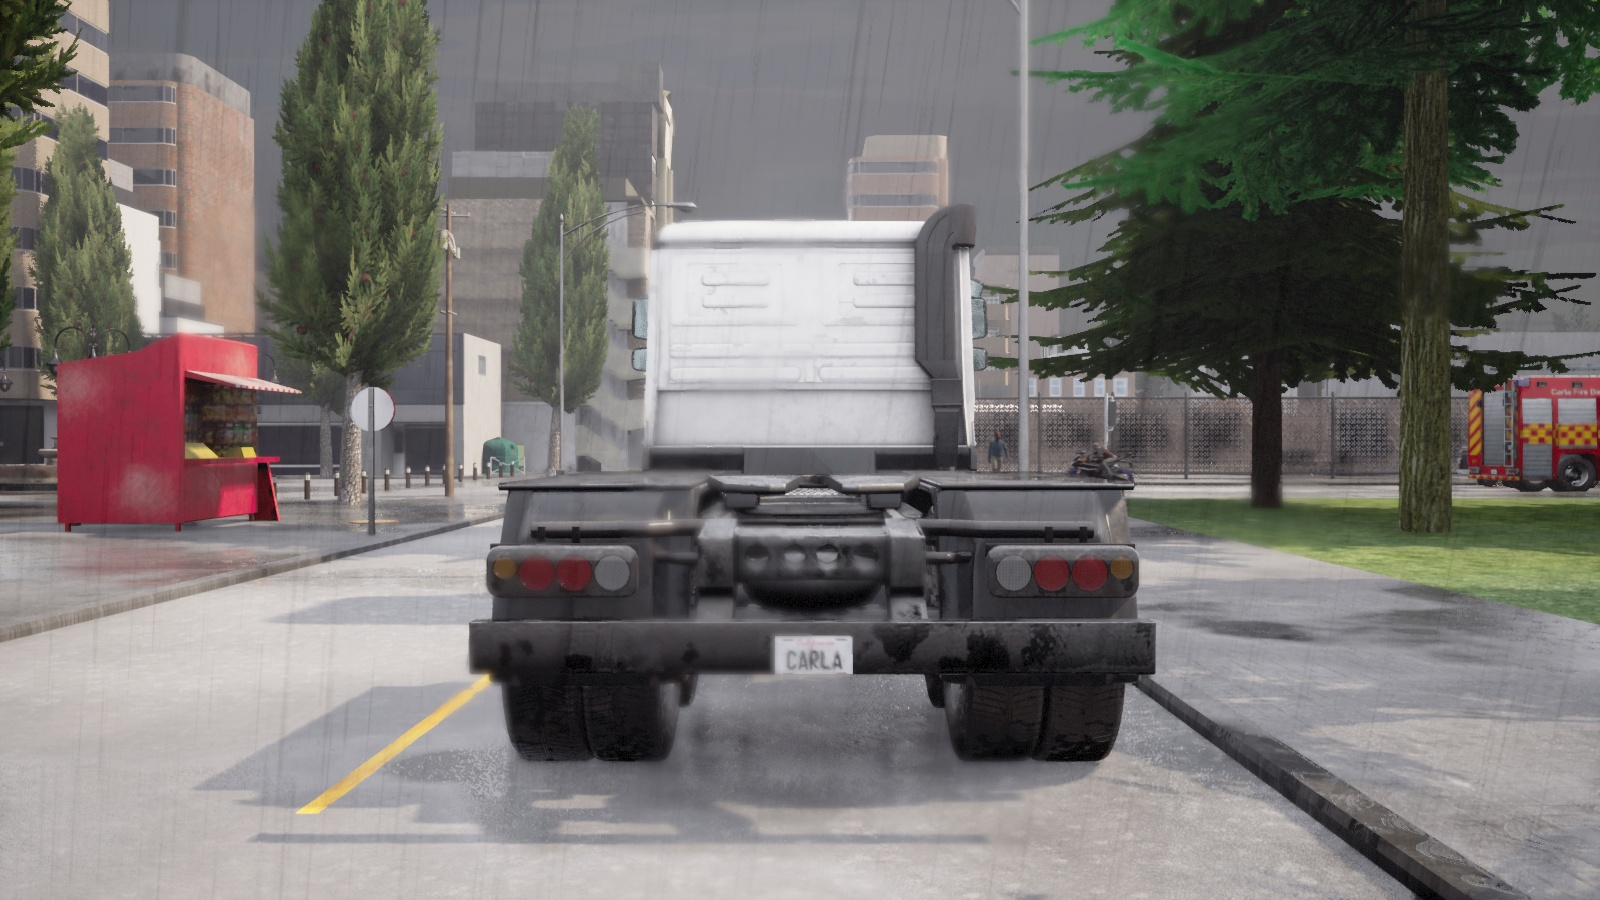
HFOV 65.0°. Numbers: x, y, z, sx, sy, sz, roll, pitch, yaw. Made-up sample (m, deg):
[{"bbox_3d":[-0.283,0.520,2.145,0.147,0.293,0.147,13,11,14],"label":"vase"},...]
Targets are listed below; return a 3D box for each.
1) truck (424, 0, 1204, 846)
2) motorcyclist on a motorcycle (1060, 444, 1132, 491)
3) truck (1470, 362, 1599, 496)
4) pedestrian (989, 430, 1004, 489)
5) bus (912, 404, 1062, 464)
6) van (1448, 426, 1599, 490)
[{"bbox_3d":[0.072,-0.284,8.629,2.891,3.462,7.936,0,0,0],"label":"truck"},{"bbox_3d":[9.753,0.555,41.410,2.191,1.530,0.866,0,0,0],"label":"motorcyclist on a motorcycle"},{"bbox_3d":[24.945,-0.609,37.322,8.468,3.827,2.891,0,0,0],"label":"truck"},{"bbox_3d":[6.141,0.287,39.242,0.370,1.835,0.726,0,0,0],"label":"pedestrian"},{"bbox_3d":[13.395,-1.131,90.694,10.273,4.253,3.944,0,0,0],"label":"bus"},{"bbox_3d":[24.112,0.259,41.334,4.480,2.038,2.069,0,0,0],"label":"van"}]
